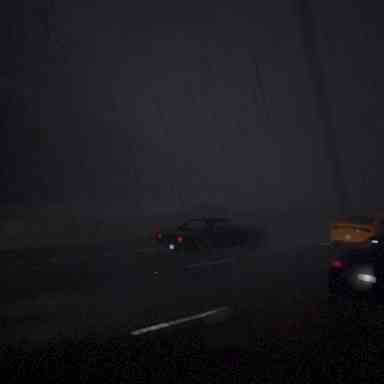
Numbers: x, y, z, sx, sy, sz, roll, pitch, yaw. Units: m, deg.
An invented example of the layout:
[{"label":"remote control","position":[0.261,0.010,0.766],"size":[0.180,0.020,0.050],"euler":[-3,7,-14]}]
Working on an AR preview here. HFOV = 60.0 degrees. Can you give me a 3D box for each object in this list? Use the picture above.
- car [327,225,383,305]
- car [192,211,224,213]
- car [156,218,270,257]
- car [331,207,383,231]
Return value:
[{"label":"car","position":[4.971,1.662,7.695],"size":[4.181,1.385,1.994],"euler":[1,-1,-38]},{"label":"car","position":[1.470,1.792,27.821],"size":[4.181,1.385,1.994],"euler":[1,-1,-42]},{"label":"car","position":[0.994,1.713,13.430],"size":[4.718,1.301,1.895],"euler":[1,-1,-38]},{"label":"car","position":[8.036,1.655,14.714],"size":[5.008,1.535,1.882],"euler":[1,-1,-40]}]
